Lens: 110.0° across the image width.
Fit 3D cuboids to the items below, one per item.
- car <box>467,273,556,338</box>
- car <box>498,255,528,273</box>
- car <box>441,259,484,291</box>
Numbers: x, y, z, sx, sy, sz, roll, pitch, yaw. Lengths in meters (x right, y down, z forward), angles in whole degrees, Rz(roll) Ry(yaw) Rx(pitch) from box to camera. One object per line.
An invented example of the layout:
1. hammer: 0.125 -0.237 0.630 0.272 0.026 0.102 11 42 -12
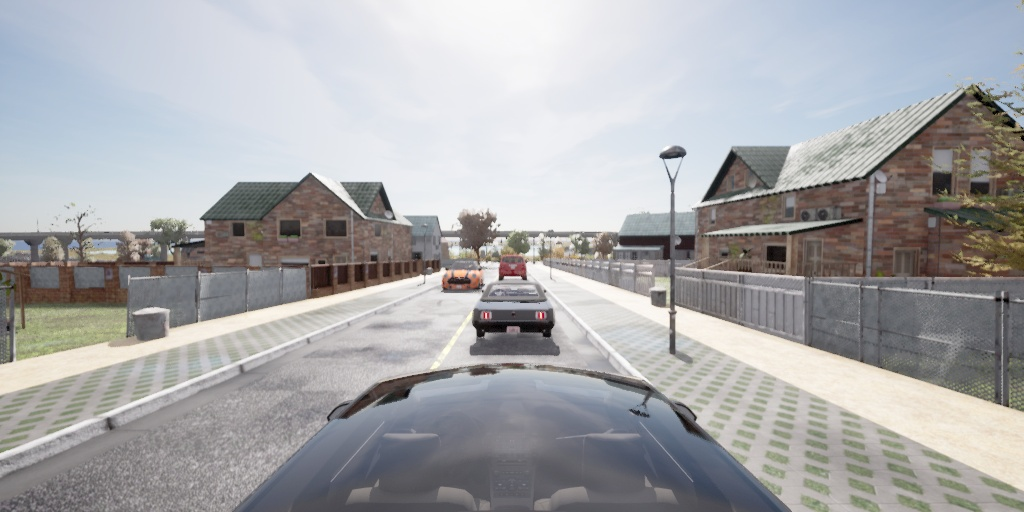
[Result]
1. car: 0.054 1.339 10.137 1.895 1.301 4.718 0 0 0
2. car: 0.065 0.947 28.784 2.150 2.045 5.566 0 0 0
3. car: -2.860 1.081 21.634 2.097 1.767 4.553 0 0 0
